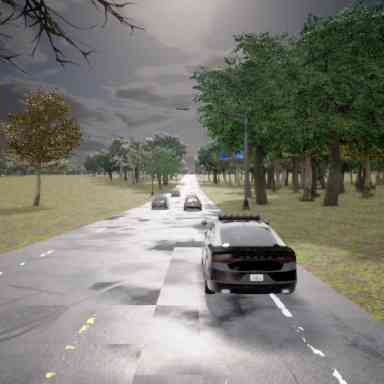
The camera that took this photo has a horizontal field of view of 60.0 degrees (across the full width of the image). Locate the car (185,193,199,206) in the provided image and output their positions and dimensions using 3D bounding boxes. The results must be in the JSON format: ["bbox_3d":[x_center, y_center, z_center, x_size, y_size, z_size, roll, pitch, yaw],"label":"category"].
[{"bbox_3d":[0.034,0.991,46.989,1.882,1.535,5.008,0,1,1],"label":"car"}]

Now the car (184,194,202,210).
[{"bbox_3d":[0.077,1.266,37.031,1.994,1.385,4.181,0,1,0],"label":"car"}]

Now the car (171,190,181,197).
[{"bbox_3d":[-3.488,0.376,72.174,1.837,1.490,4.892,0,2,0],"label":"car"}]

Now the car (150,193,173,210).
[{"bbox_3d":[-3.593,1.191,37.958,1.837,1.490,4.892,0,1,0],"label":"car"}]

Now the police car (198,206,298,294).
[{"bbox_3d":[1.226,1.411,8.878,1.930,1.638,5.238,0,0,0],"label":"police car"}]
